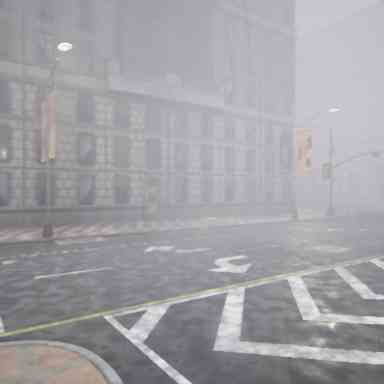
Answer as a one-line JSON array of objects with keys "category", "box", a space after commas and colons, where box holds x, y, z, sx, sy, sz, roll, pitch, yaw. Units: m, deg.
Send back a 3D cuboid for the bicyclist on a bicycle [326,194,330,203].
[{"category": "bicyclist on a bicycle", "box": [25.577, 1.239, 62.155, 1.656, 1.620, 0.582, 0, 0, -34]}]
